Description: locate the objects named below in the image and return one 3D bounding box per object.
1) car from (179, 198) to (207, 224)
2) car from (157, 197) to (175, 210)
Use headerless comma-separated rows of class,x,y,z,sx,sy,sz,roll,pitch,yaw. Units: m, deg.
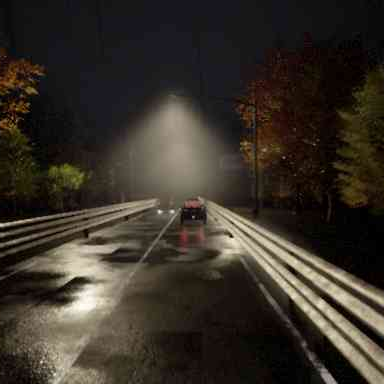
car,0.104,1.473,24.610,2.128,1.511,4.902,0,0,0
car,-3.334,1.428,43.508,2.097,1.767,4.553,0,0,0
